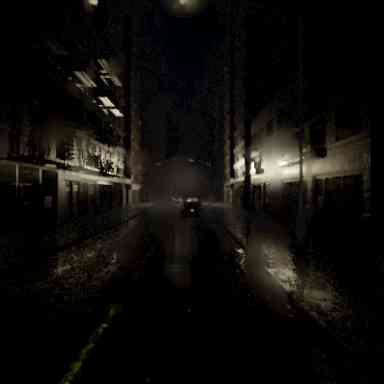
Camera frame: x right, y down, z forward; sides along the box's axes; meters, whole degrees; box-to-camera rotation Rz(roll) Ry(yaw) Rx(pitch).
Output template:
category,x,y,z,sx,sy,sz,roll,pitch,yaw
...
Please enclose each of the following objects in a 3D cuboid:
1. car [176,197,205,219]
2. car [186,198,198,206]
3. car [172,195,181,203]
category,x,y,z,sx,sy,sz,roll,pitch,yaw
car,0.049,1.496,28.875,2.163,1.488,4.792,0,0,1
car,0.021,1.615,54.584,1.895,1.301,4.718,0,0,0
car,-2.976,1.370,67.994,2.097,1.767,4.553,0,0,0
